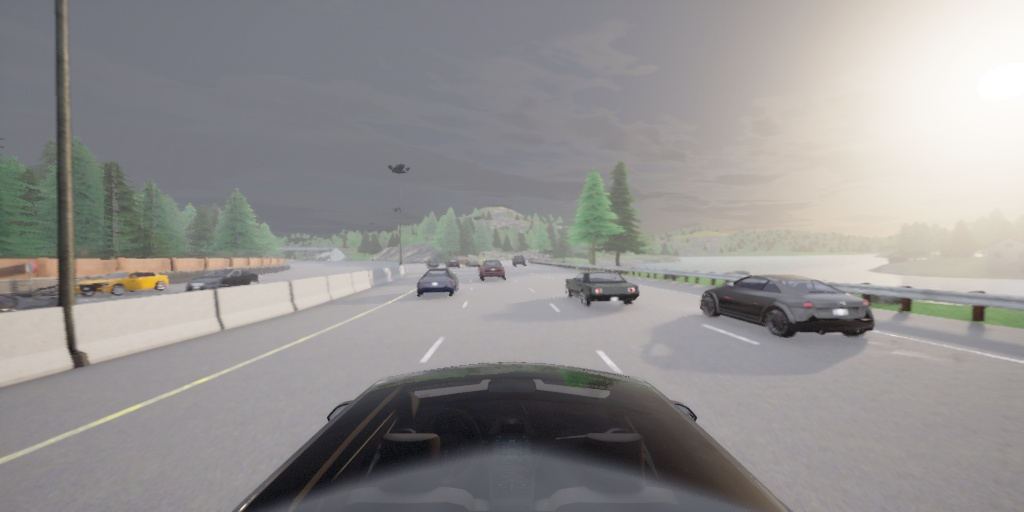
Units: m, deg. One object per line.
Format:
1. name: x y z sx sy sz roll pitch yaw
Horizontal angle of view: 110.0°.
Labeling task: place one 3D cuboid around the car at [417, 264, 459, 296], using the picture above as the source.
1. car: -4.053 1.383 20.025 1.994 1.385 4.181 -1 0 -5

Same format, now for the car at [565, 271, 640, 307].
1. car: 3.561 1.277 15.169 1.895 1.301 4.718 -1 0 -4

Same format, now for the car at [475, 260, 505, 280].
1. car: -1.879 1.125 31.644 2.097 1.767 4.553 -1 0 -9

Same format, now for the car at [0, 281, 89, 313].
1. car: -14.140 1.565 8.375 2.033 1.411 5.357 -1 0 -1

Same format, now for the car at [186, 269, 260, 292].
1. car: -18.549 1.588 23.243 2.128 1.511 4.902 -1 0 -6

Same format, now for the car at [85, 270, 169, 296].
1. car: -25.634 1.709 23.850 1.882 1.535 5.008 -1 0 -6

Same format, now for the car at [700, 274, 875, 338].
1. car: 7.003 1.176 9.712 1.994 1.385 4.181 -1 0 -2
